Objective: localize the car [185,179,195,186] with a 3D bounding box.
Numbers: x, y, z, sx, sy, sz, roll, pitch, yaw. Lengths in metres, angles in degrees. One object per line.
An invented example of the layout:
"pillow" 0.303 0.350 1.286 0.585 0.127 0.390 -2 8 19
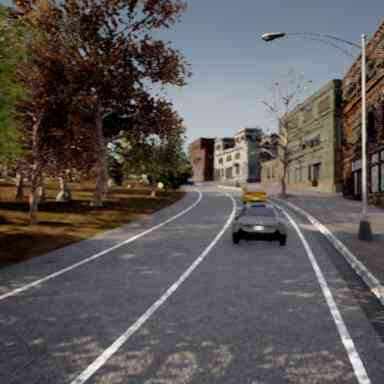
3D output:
"car" -0.696 -2.117 69.365 1.882 1.535 5.008 1 3 -12

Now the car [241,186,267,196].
"car" 5.293 0.178 28.561 1.882 1.535 5.008 1 3 6

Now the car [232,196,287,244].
"car" 2.742 1.103 13.411 1.994 1.385 4.181 0 3 13
